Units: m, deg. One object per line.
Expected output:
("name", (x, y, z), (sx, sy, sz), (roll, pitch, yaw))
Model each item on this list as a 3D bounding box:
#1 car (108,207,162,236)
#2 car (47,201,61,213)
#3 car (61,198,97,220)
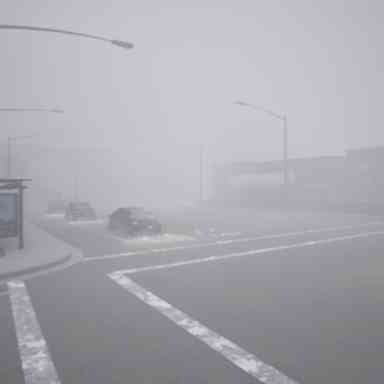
("car", (-3.479, 1.604, 19.437), (1.812, 1.442, 4.674), (-1, 0, -34))
("car", (-15.903, 1.681, 39.100), (1.895, 1.301, 4.718), (-1, 0, -28))
("car", (-9.838, 1.586, 29.228), (1.837, 1.490, 4.892), (-1, 0, -32))
